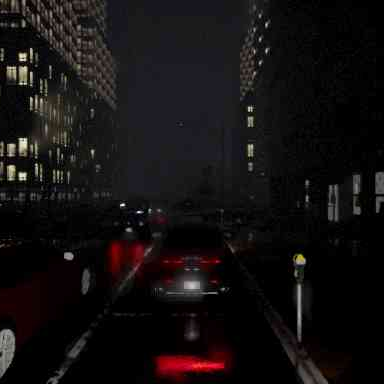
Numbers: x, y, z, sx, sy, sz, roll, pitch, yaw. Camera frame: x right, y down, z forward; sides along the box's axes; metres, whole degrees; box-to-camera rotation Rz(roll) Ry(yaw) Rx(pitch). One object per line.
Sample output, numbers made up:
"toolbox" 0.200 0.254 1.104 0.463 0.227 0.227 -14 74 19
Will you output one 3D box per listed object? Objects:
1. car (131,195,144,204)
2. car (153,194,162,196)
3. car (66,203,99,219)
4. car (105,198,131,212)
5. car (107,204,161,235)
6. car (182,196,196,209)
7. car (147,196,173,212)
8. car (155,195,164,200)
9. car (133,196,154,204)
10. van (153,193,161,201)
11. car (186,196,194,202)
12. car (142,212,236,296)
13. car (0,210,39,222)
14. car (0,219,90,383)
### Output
"car" -8.833 1.523 49.953 1.887 1.381 4.507 0 0 0
"car" -8.832 1.391 78.413 1.967 1.590 4.097 0 0 0
"car" -8.832 1.575 27.183 1.802 1.307 4.206 0 0 0
"car" -8.833 1.537 38.569 2.008 1.369 4.403 0 0 0
"car" -3.104 1.597 18.781 1.895 1.301 4.718 0 0 1
"car" -0.452 1.548 44.248 1.947 1.339 4.313 0 0 0
"car" -3.099 1.494 34.401 1.837 1.490 4.892 0 0 0
"car" -8.832 1.504 89.799 1.947 1.339 4.313 0 0 0
"car" -6.186 1.583 44.803 1.895 1.301 4.718 0 0 0
"van" -8.831 1.286 84.106 1.690 1.788 3.998 0 0 0
"car" -0.452 1.533 78.399 1.802 1.307 4.206 0 0 0
"car" 0.000 1.503 8.649 1.837 1.490 4.892 0 0 0
"car" -8.833 1.563 15.800 1.947 1.339 4.313 0 0 0
"car" -3.146 1.477 5.315 1.882 1.535 5.008 0 0 0
